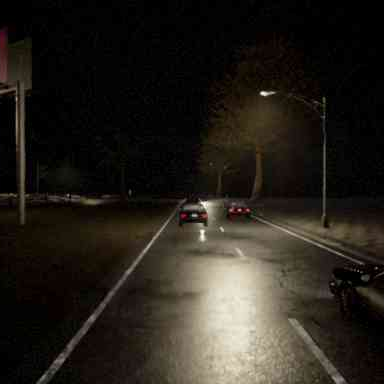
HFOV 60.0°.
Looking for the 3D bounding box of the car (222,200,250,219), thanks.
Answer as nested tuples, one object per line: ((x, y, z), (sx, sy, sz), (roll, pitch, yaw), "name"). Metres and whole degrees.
((3.593, 1.406, 27.639), (2.033, 1.411, 5.357), (0, 0, 0), "car")

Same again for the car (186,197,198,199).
((0.089, 1.293, 41.486), (1.994, 1.385, 4.181), (0, 1, 0), "car")

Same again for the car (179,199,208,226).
((0.091, 1.446, 22.471), (2.033, 1.411, 5.357), (0, 0, 0), "car")

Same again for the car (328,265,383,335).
((3.600, 1.535, 4.094), (2.033, 1.411, 5.357), (0, 0, 0), "car")
